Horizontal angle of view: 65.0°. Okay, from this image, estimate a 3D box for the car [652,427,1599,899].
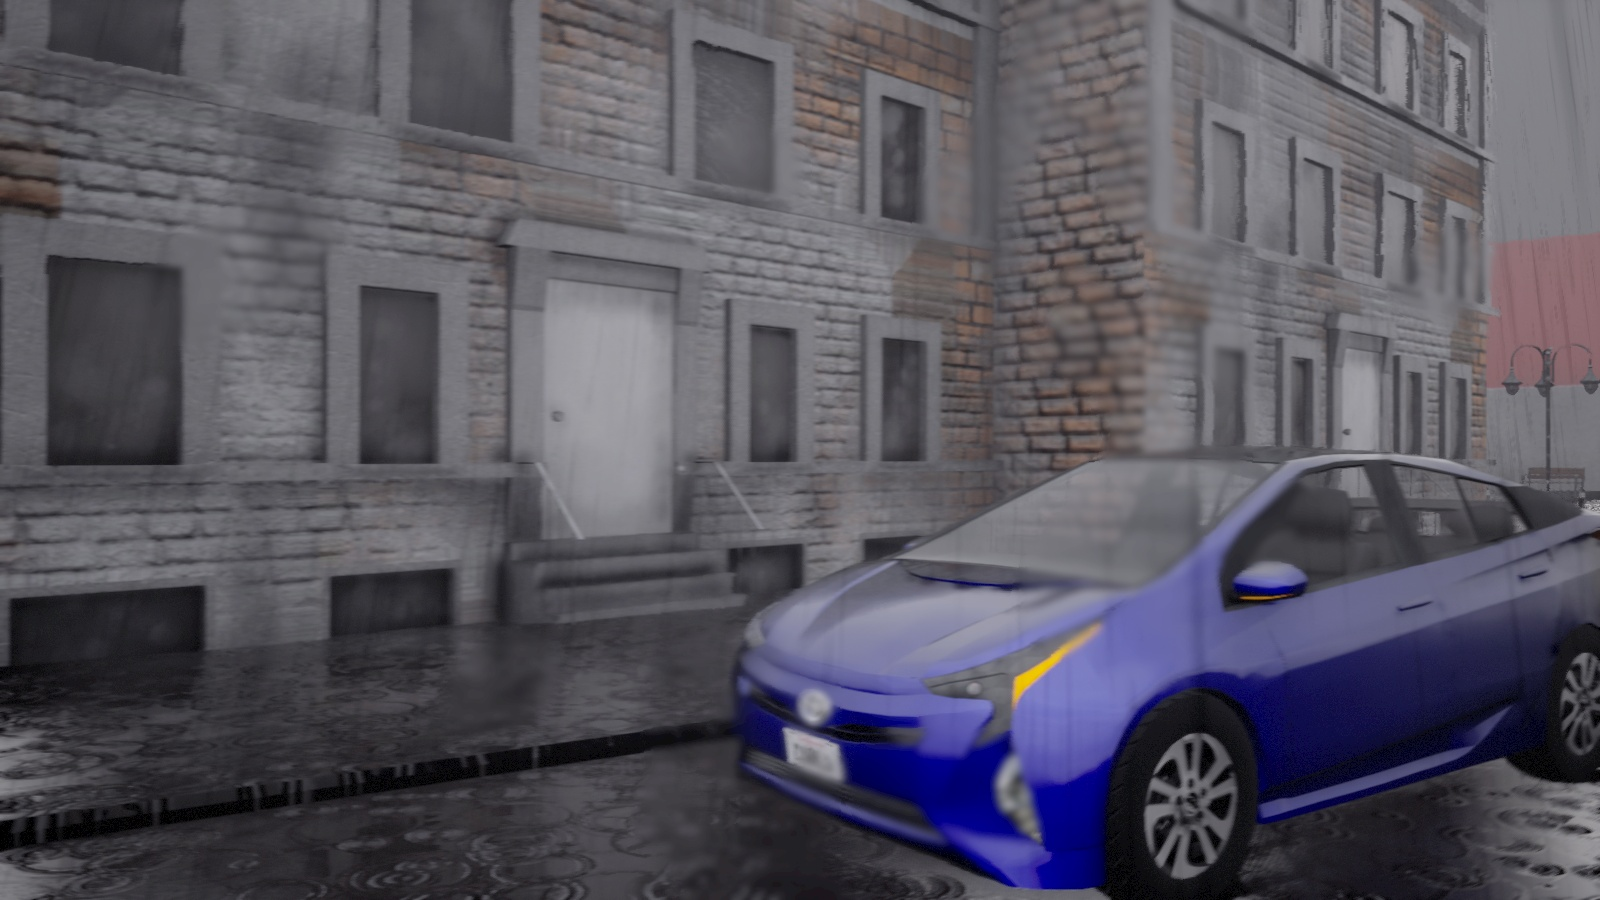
[{"bbox_3d":[1.828,0.701,5.541,4.514,1.525,2.007,0,0,-35],"label":"car"}]
